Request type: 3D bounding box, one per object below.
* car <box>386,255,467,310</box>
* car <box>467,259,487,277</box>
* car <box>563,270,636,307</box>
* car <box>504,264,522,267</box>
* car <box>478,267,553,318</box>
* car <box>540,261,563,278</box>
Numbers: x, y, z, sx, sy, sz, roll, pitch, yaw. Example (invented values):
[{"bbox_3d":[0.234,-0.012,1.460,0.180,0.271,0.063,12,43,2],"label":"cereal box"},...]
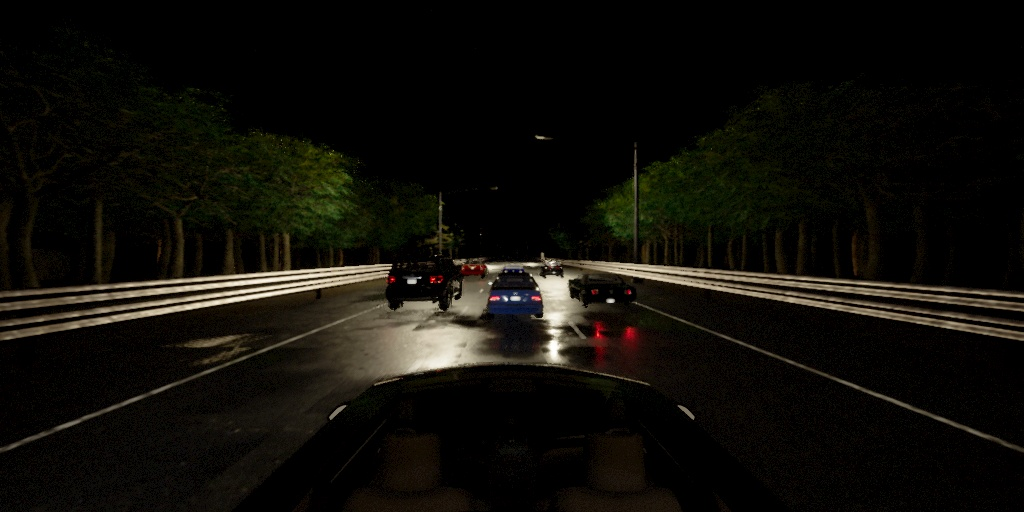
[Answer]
[{"bbox_3d":[-3.395,0.969,14.846,2.150,2.045,5.566,0,0,0],"label":"car"},{"bbox_3d":[-3.392,1.091,32.898,2.097,1.767,4.553,0,0,0],"label":"car"},{"bbox_3d":[3.606,1.349,15.294,1.895,1.301,4.718,0,0,0],"label":"car"},{"bbox_3d":[0.107,1.341,31.882,1.895,1.301,4.718,0,0,0],"label":"car"},{"bbox_3d":[0.103,1.296,13.022,2.033,1.411,5.357,0,0,0],"label":"car"},{"bbox_3d":[3.607,1.231,33.134,2.128,1.511,4.902,0,0,0],"label":"car"}]
